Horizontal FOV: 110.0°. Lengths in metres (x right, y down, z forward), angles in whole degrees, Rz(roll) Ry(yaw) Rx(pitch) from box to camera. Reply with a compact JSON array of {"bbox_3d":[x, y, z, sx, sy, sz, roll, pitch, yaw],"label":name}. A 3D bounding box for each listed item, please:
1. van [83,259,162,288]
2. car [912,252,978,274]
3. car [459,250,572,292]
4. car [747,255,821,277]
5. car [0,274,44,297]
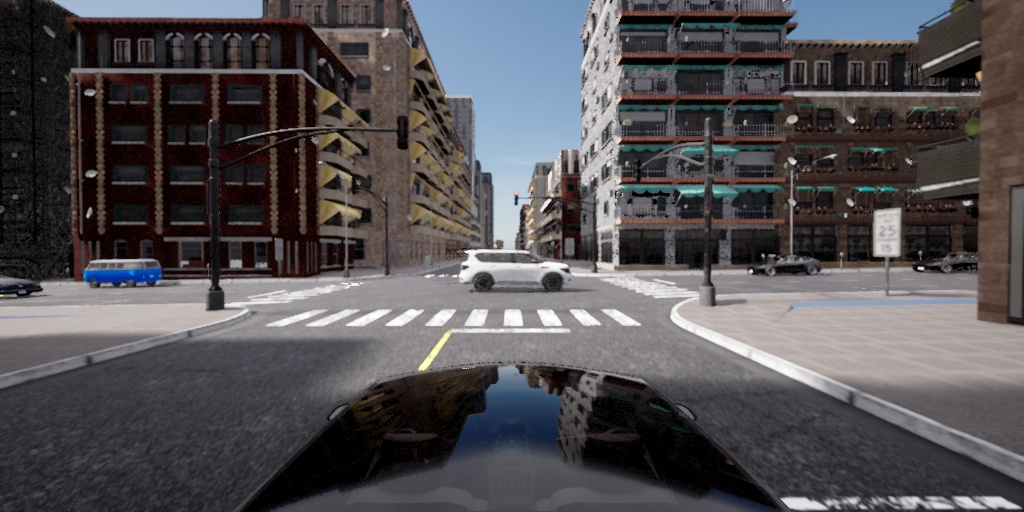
[{"bbox_3d":[-25.487,1.126,23.544,3.998,1.789,1.690,0,0,-1],"label":"van"},{"bbox_3d":[29.474,0.429,23.960,4.313,1.339,1.948,0,0,-1],"label":"car"},{"bbox_3d":[0.179,0.700,17.956,5.566,2.045,2.150,0,1,-1],"label":"car"},{"bbox_3d":[18.148,0.615,23.974,4.313,1.339,1.948,0,0,-1],"label":"car"},{"bbox_3d":[-26.860,1.436,17.695,5.357,1.411,2.033,-1,1,-1],"label":"car"}]
